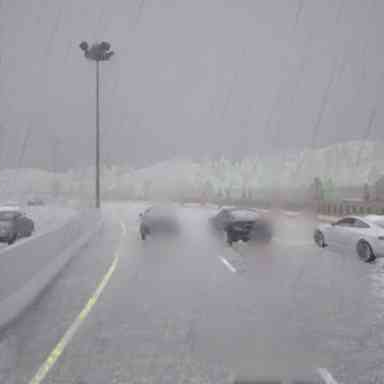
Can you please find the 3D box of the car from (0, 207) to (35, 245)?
[{"bbox_3d":[-8.692,1.596,15.232,1.994,1.385,4.181,0,0,-10],"label":"car"}]

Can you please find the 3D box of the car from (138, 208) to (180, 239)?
[{"bbox_3d":[-1.768,1.537,17.305,1.812,1.442,4.674,0,0,-10],"label":"car"}]

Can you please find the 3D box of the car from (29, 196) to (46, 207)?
[{"bbox_3d":[-25.281,1.446,54.188,2.097,1.767,4.553,0,0,-35],"label":"car"}]

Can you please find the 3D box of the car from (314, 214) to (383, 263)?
[{"bbox_3d":[6.143,1.511,11.835,1.812,1.442,4.674,0,0,-7],"label":"car"}]

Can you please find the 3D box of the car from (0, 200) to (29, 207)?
[{"bbox_3d":[-16.610,1.587,30.834,1.812,1.442,4.674,0,0,-21],"label":"car"}]

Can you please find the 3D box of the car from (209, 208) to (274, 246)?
[{"bbox_3d":[2.099,1.476,15.458,1.882,1.535,5.008,0,0,-9],"label":"car"}]
